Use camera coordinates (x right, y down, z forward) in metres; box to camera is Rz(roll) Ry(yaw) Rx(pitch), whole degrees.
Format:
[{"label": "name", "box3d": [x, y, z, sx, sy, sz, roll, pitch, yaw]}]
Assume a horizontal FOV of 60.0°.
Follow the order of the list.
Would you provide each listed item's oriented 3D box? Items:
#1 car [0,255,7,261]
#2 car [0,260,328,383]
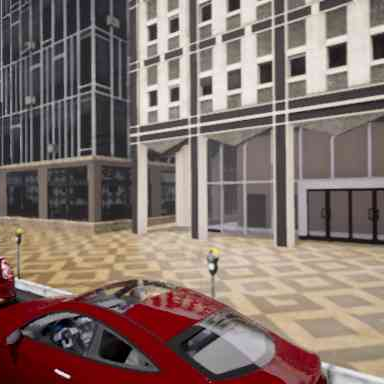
[{"label": "car", "box3d": [-5.377, 1.525, 6.715, 4.097, 1.590, 1.967, -1, 0, 36]}, {"label": "car", "box3d": [-0.780, 1.608, 3.432, 4.206, 1.307, 1.802, -1, 0, 36]}]
